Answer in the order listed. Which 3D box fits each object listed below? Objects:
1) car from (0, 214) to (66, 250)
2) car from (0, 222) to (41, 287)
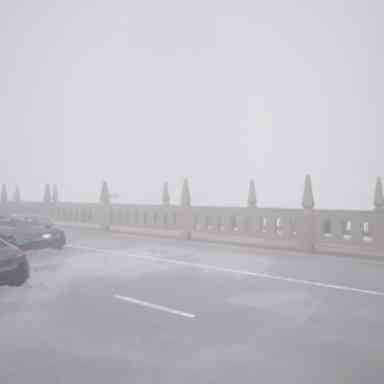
[{"bbox_3d":[-6.894,1.565,13.185,4.181,1.385,1.994,0,0,35],"label":"car"},{"bbox_3d":[-5.866,1.564,8.173,4.181,1.385,1.994,0,0,35],"label":"car"}]
